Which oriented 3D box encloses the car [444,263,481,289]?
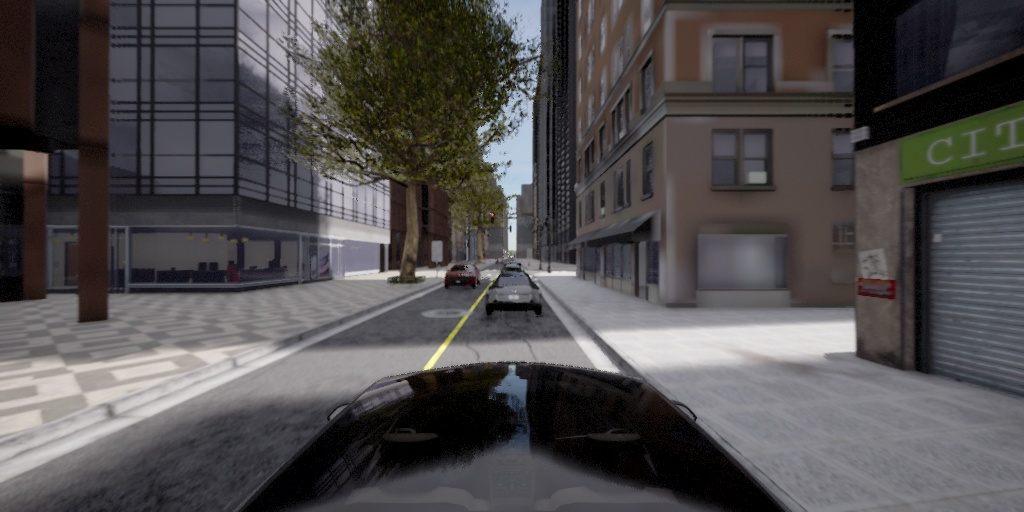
[{"bbox_3d":[-3.076,1.202,23.046,1.882,1.535,5.008,0,0,0],"label":"car"}]

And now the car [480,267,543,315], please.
[{"bbox_3d":[0.070,1.298,13.532,1.994,1.385,4.181,0,0,0],"label":"car"}]

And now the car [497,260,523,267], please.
[{"bbox_3d":[0.064,1.221,27.422,1.837,1.490,4.892,0,-1,1],"label":"car"}]
